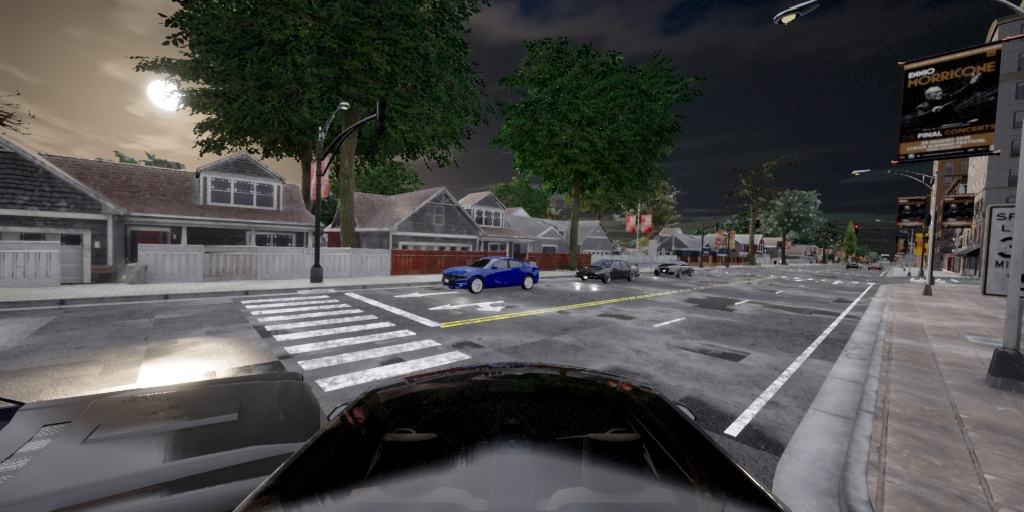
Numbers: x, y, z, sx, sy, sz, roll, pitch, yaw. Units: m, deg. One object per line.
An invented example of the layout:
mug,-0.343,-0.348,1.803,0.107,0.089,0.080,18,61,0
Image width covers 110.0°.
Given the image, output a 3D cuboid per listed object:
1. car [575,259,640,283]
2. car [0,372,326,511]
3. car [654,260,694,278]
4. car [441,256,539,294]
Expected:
car,6.393,0.927,23.424,5.357,1.411,2.033,1,2,-43
car,-3.317,1.273,1.470,4.718,1.301,1.895,1,2,-33
car,13.698,1.027,30.232,4.181,1.385,1.994,1,2,-43
car,-0.881,0.778,16.618,5.008,1.535,1.882,1,2,-43
